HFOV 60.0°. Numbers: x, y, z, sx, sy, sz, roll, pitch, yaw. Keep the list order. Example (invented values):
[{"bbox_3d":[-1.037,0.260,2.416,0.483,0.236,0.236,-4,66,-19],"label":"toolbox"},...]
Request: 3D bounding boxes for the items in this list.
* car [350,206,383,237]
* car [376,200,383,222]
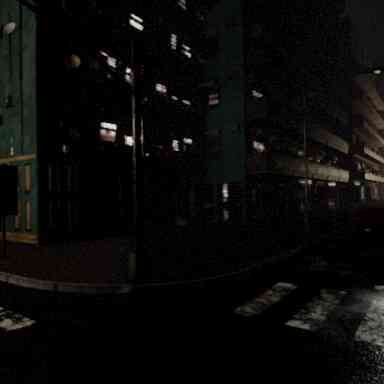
[{"bbox_3d":[9.268,1.459,16.875,1.887,1.381,4.507,-1,0,36],"label":"car"},{"bbox_3d":[15.280,1.383,24.994,2.008,1.369,4.403,-1,0,36],"label":"car"}]
